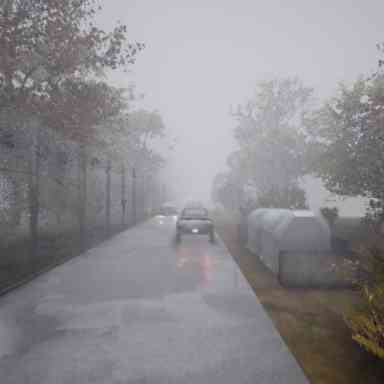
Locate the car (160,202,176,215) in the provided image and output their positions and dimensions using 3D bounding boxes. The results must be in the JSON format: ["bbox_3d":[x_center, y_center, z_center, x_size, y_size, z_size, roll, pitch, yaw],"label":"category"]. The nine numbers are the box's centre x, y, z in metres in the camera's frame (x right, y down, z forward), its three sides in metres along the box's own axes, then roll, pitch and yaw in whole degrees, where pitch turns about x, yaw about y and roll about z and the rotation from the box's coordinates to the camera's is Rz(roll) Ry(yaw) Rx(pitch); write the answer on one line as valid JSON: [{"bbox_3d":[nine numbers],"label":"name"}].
[{"bbox_3d":[-2.647,1.880,38.971,1.882,1.535,5.008,0,-1,1],"label":"car"}]

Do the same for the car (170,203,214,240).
[{"bbox_3d":[0.161,1.579,17.664,2.128,1.511,4.902,0,-1,0],"label":"car"}]

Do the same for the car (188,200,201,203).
[{"bbox_3d":[0.277,1.697,36.073,2.097,1.767,4.553,0,-1,0],"label":"car"}]
